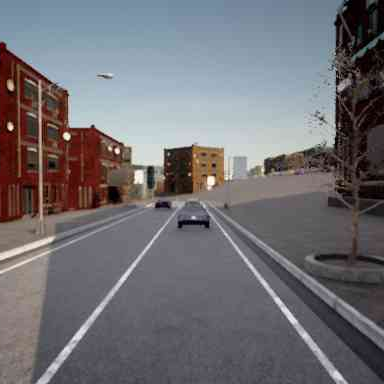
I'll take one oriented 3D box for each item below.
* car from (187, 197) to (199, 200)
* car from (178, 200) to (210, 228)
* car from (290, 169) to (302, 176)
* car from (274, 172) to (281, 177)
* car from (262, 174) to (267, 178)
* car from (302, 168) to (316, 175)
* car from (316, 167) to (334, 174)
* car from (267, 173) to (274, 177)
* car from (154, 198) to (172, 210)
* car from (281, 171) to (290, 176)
[{"bbox_3d":[0.100,1.362,39.931,1.812,1.442,4.674,0,0,0],"label":"car"},{"bbox_3d":[0.098,1.475,21.573,1.994,1.385,4.181,0,0,0],"label":"car"},{"bbox_3d":[22.914,-4.063,69.290,2.185,1.767,4.553,0,1,-5],"label":"car"},{"bbox_3d":[22.094,-4.142,80.333,2.002,1.452,4.674,0,1,-2],"label":"car"},{"bbox_3d":[21.732,-4.399,91.392,2.231,1.521,4.892,0,1,-1],"label":"car"},{"bbox_3d":[23.534,-3.782,63.601,2.163,1.488,4.792,0,1,-6],"label":"car"},{"bbox_3d":[24.236,-3.650,58.128,2.002,1.452,4.674,0,1,-7],"label":"car"},{"bbox_3d":[21.860,-4.299,85.874,2.231,1.521,4.892,0,1,-1],"label":"car"},{"bbox_3d":[-3.499,1.434,40.841,1.895,1.301,4.718,0,0,0],"label":"car"},{"bbox_3d":[22.446,-4.059,74.796,2.097,1.535,5.008,0,1,-4],"label":"car"}]
